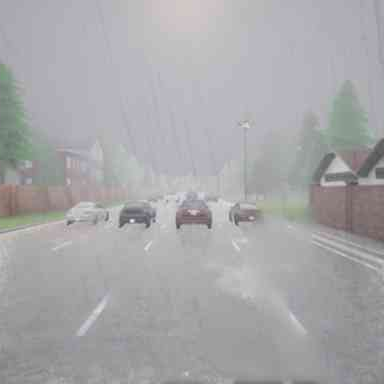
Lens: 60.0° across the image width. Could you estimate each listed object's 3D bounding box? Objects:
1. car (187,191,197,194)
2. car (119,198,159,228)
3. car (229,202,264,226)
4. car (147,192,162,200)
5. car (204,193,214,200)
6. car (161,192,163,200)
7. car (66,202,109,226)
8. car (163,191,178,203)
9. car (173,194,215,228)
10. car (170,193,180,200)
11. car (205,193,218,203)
[{"bbox_3d":[0.006,0.863,59.369,2.150,2.045,5.566,0,0,0],"label":"car"},{"bbox_3d":[-3.398,1.375,21.347,1.837,1.490,4.892,0,0,0],"label":"car"},{"bbox_3d":[3.591,1.390,22.327,1.812,1.442,4.674,0,0,0],"label":"car"},{"bbox_3d":[-6.994,1.189,59.341,2.033,1.411,5.357,0,0,0],"label":"car"},{"bbox_3d":[3.507,0.905,69.758,1.882,1.535,5.008,0,0,0],"label":"car"},{"bbox_3d":[-6.993,0.782,69.728,2.097,1.767,4.553,0,0,0],"label":"car"},{"bbox_3d":[-6.909,1.390,22.342,1.812,1.442,4.674,0,0,0],"label":"car"},{"bbox_3d":[-3.494,0.863,59.369,2.150,2.045,5.566,0,0,0],"label":"car"},{"bbox_3d":[0.103,1.225,20.992,2.097,1.767,4.553,0,0,0],"label":"car"},{"bbox_3d":[-3.493,0.979,69.759,1.994,1.385,4.181,0,0,0],"label":"car"},{"bbox_3d":[3.506,0.991,59.724,2.097,1.767,4.553,0,0,0],"label":"car"}]
